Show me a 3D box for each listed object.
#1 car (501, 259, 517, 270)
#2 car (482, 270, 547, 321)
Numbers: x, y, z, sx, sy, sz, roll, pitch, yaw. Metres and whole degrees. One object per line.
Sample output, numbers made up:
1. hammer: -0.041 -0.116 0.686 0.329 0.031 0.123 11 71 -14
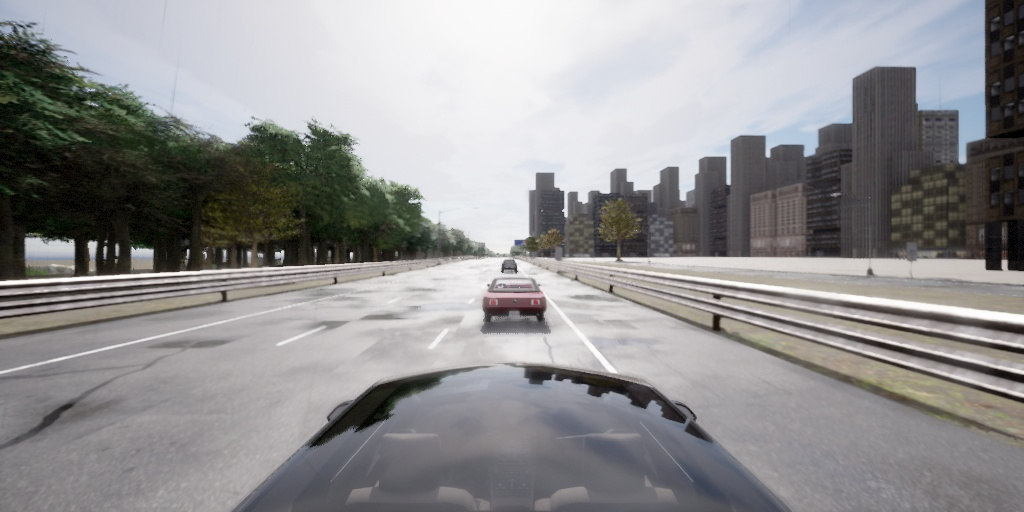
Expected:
1. car: -0.345 1.123 44.759 2.033 1.649 4.856 0 0 -1
2. car: 0.065 1.351 12.423 1.895 1.301 4.718 0 0 0
